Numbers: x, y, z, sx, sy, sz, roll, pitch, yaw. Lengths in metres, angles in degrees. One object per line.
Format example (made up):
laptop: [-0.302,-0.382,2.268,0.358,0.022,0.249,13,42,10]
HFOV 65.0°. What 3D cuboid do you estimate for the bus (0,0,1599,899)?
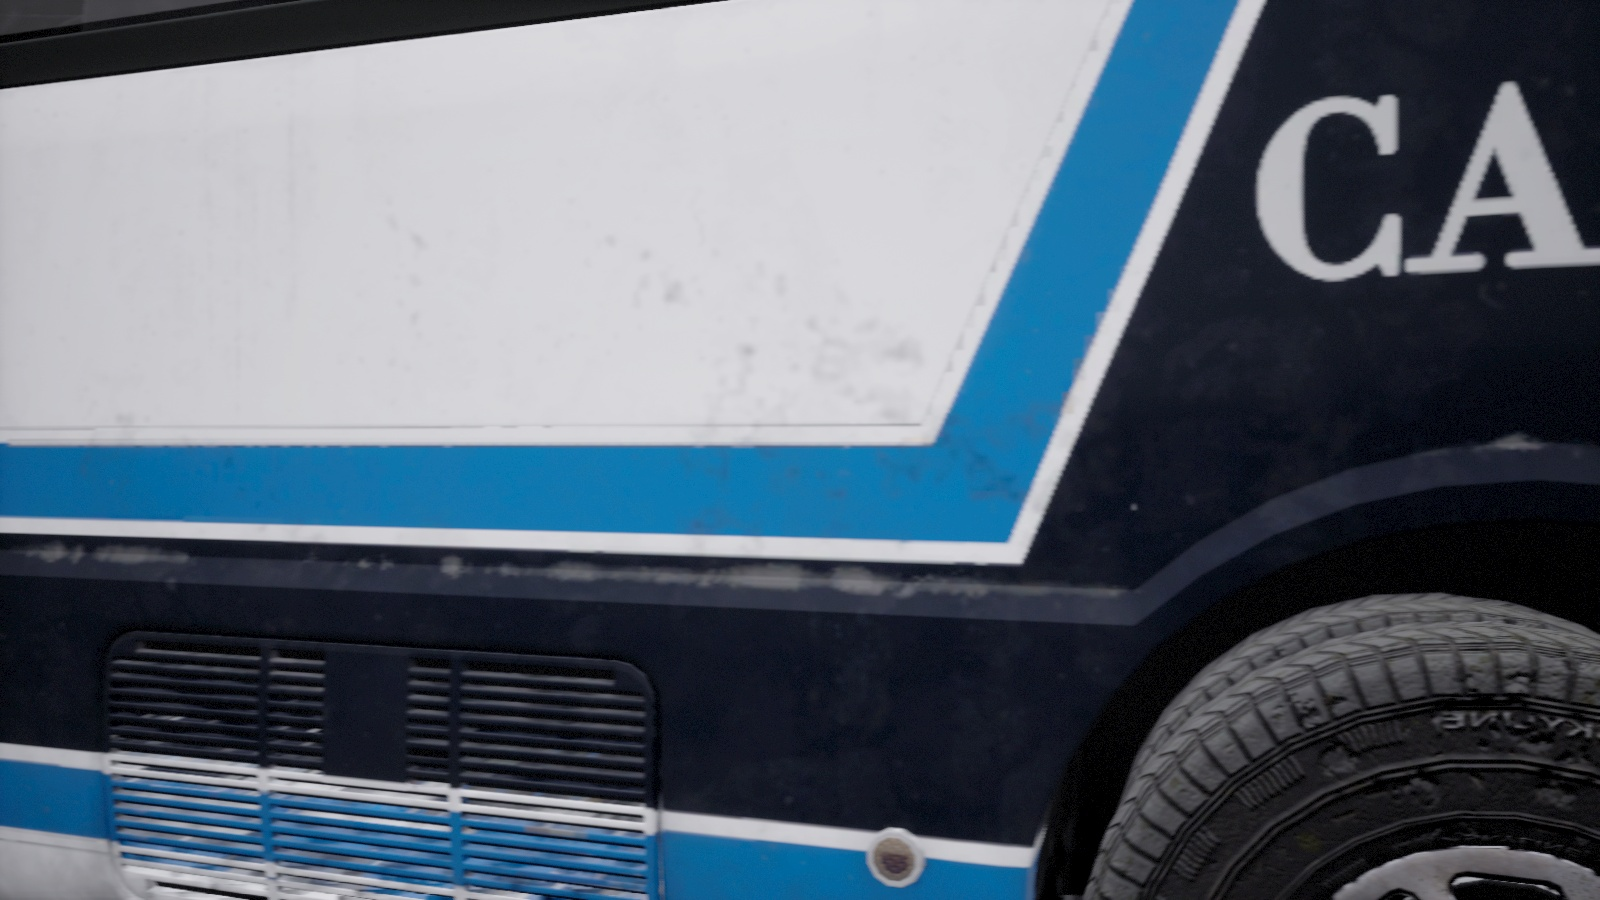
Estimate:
bus: [-1.071,-0.624,4.061,10.273,4.253,3.944,1,1,19]
